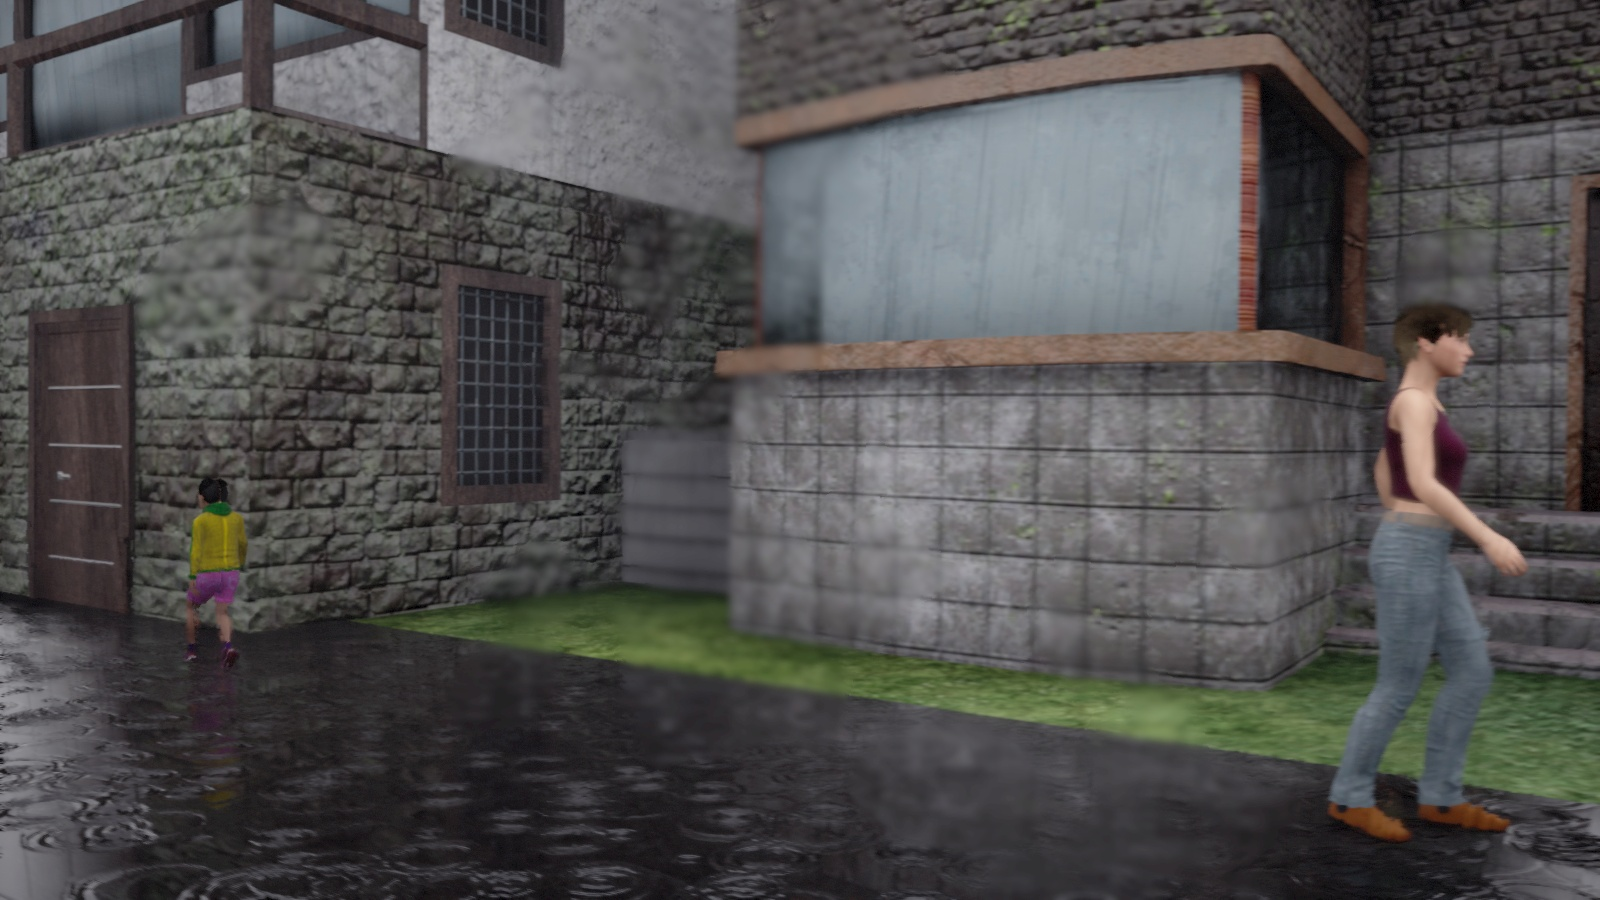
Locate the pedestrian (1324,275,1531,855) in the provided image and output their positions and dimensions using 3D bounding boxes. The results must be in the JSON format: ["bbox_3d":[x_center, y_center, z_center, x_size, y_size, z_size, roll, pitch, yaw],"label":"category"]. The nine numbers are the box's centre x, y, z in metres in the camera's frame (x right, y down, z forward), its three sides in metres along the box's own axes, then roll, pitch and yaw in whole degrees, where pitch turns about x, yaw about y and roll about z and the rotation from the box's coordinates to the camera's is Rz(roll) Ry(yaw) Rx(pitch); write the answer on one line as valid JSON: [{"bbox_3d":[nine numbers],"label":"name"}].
[{"bbox_3d":[2.134,0.362,4.276,0.594,1.836,0.345,0,1,33],"label":"pedestrian"}]

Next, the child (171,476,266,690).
[{"bbox_3d":[-3.316,0.736,7.157,0.473,1.160,0.299,0,1,39],"label":"child"}]
